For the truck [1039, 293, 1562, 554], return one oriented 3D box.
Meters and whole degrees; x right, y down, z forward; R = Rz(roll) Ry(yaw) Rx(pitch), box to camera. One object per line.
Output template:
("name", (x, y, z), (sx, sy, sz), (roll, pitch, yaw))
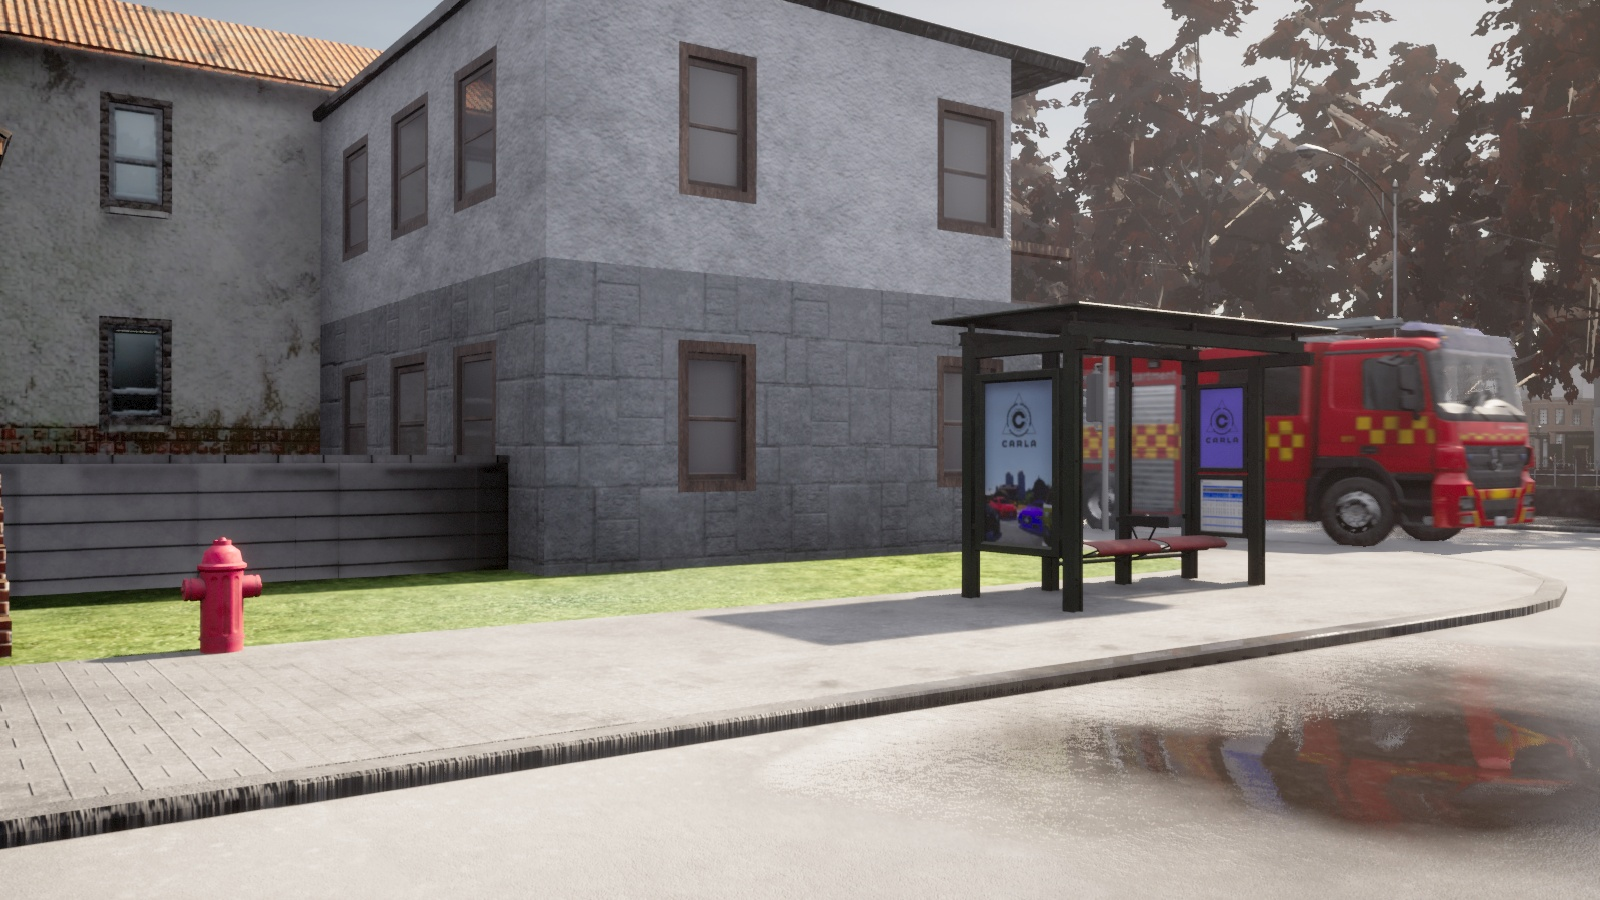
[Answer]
("truck", (8.514, -0.383, 22.655), (2.891, 3.827, 8.468), (0, 0, -37))
